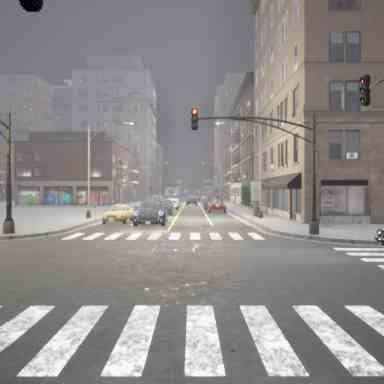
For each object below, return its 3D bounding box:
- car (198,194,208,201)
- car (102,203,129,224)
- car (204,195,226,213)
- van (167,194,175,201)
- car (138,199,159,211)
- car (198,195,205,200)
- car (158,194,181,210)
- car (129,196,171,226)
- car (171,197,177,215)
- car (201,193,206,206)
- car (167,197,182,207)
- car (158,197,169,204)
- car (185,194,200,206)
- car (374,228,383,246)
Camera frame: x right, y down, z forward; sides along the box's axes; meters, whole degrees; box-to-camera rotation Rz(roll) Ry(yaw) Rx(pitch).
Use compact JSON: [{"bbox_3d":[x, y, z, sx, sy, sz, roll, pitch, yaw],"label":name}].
[{"bbox_3d":[2.598,1.314,81.437,2.192,1.841,5.009,0,0,0],"label":"car"},{"bbox_3d":[-5.400,1.523,24.645,1.752,1.417,4.829,0,0,0],"label":"car"},{"bbox_3d":[2.620,1.438,36.142,1.967,1.590,4.097,0,0,0],"label":"car"},{"bbox_3d":[-5.430,1.340,87.095,1.690,1.788,3.998,0,0,0],"label":"van"},{"bbox_3d":[-5.408,1.548,41.800,2.008,1.369,4.403,0,0,0],"label":"car"},{"bbox_3d":[2.592,1.566,92.761,1.947,1.339,4.313,0,0,0],"label":"car"},{"bbox_3d":[-2.818,1.220,43.533,2.150,2.045,5.566,0,0,0],"label":"car"},{"bbox_3d":[-2.813,1.350,23.137,2.097,1.767,4.553,0,0,-1],"label":"car"},{"bbox_3d":[-2.854,1.503,33.387,1.837,1.490,4.892,0,0,0],"label":"car"},{"bbox_3d":[2.617,1.313,41.804,2.192,1.841,5.009,0,0,0],"label":"car"},{"bbox_3d":[-2.823,1.545,53.978,2.033,1.411,5.357,0,0,1],"label":"car"},{"bbox_3d":[-5.419,1.580,64.448,1.802,1.307,4.206,0,0,0],"label":"car"},{"bbox_3d":[-0.026,1.502,54.758,1.837,1.490,4.892,0,0,0],"label":"car"},{"bbox_3d":[9.440,1.654,12.322,4.718,1.301,1.895,0,0,-4],"label":"car"}]
